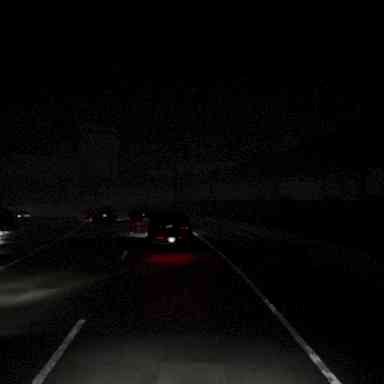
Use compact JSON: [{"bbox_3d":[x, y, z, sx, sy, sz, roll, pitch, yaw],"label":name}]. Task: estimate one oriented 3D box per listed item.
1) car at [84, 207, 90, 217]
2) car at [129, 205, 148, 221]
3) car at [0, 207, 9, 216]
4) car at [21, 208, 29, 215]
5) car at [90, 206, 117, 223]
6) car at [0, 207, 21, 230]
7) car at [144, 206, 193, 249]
[{"bbox_3d":[-13.013,2.602,43.838,1.895,1.301,4.718,0,-3,-24],"label":"car"},{"bbox_3d":[-5.170,2.000,33.014,2.128,1.511,4.902,0,-2,-17],"label":"car"},{"bbox_3d":[-32.668,3.261,56.397,1.837,1.490,4.892,2,-3,-39],"label":"car"},{"bbox_3d":[-30.757,3.453,59.612,1.895,1.301,4.718,1,-3,-42],"label":"car"},{"bbox_3d":[-7.654,1.951,29.069,1.994,1.385,4.181,0,-2,-16],"label":"car"},{"bbox_3d":[-13.307,1.734,22.284,1.812,1.442,4.674,0,-1,-13],"label":"car"},{"bbox_3d":[-1.095,1.567,14.926,1.837,1.490,4.892,0,-1,-8],"label":"car"}]
